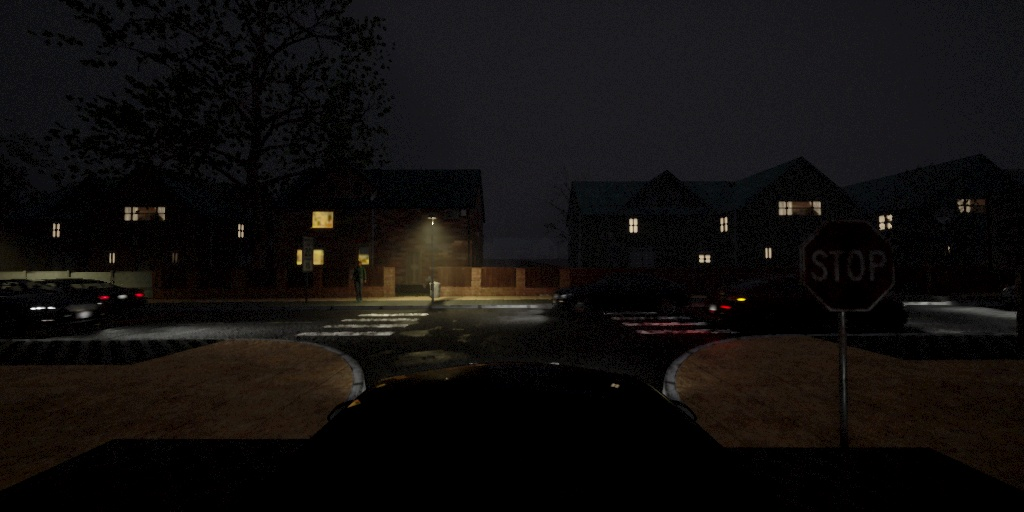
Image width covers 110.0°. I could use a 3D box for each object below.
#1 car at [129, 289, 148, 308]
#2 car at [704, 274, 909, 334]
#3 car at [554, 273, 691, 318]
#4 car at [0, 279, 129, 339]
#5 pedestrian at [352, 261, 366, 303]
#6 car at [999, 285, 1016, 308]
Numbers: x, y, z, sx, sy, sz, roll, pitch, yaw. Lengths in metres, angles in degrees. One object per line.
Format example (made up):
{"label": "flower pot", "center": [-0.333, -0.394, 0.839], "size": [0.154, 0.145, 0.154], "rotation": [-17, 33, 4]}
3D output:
{"label": "car", "center": [-16.545, 1.548, 12.971], "size": [5.357, 1.411, 2.033], "rotation": [-1, -1, 1]}
{"label": "car", "center": [7.754, 1.213, 9.729], "size": [4.674, 1.442, 1.812], "rotation": [0, -1, 1]}
{"label": "car", "center": [3.824, 1.324, 12.725], "size": [4.674, 1.442, 1.812], "rotation": [-1, -1, 1]}
{"label": "car", "center": [-14.333, 1.393, 9.992], "size": [4.902, 1.511, 2.128], "rotation": [-1, -1, 1]}
{"label": "pedestrian", "center": [-6.729, 1.113, 15.770], "size": [0.375, 1.860, 0.375], "rotation": [0, -1, 1]}
{"label": "car", "center": [20.272, 1.185, 12.542], "size": [4.674, 1.442, 1.812], "rotation": [0, -1, 1]}
